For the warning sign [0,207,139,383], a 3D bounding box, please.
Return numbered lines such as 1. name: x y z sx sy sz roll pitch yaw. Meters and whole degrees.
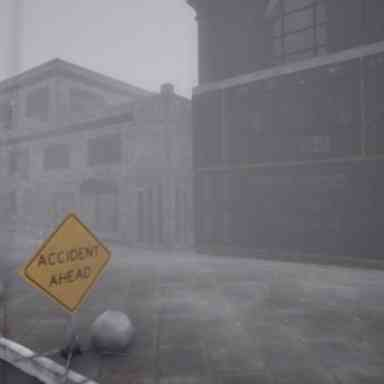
1. warning sign: -1.516 1.154 4.149 1.060 1.860 1.300 -1 0 35
